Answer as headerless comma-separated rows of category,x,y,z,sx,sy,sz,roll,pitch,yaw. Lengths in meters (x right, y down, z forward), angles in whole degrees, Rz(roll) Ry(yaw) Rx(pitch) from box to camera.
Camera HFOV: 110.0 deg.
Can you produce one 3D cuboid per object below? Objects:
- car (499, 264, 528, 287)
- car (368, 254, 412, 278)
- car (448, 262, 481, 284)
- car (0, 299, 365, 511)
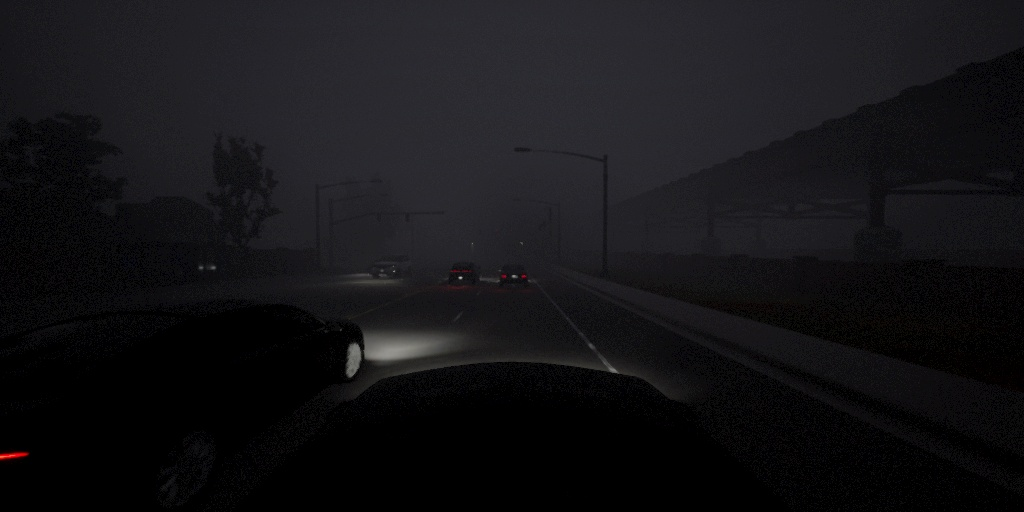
car,0.099,1.236,23.855,2.033,1.411,5.357,0,0,0
car,-10.567,0.835,31.972,2.150,2.045,5.566,0,0,0
car,-3.402,1.174,26.069,1.837,1.490,4.892,0,0,0
car,-3.400,1.254,4.158,1.837,1.490,4.892,0,0,0
